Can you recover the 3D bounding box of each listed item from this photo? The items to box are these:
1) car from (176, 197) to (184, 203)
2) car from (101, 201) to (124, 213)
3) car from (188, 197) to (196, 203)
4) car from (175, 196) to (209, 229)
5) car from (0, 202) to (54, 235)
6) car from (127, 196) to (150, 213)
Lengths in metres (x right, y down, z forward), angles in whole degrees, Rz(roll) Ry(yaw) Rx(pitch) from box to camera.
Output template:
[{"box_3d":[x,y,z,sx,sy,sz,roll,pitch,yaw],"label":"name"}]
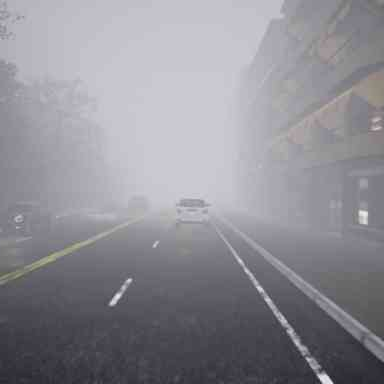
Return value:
[{"box_3d":[-3.204,2.139,89.654,2.128,1.511,4.902,0,0,0],"label":"car"},{"box_3d":[-9.728,1.818,41.018,1.895,1.301,4.718,0,0,0],"label":"car"},{"box_3d":[0.047,2.166,89.653,2.128,1.511,4.902,0,0,0],"label":"car"},{"box_3d":[0.017,1.387,23.211,2.150,2.045,5.566,0,0,0],"label":"car"},{"box_3d":[-9.812,1.403,19.277,2.097,1.767,4.553,0,-1,0],"label":"car"},{"box_3d":[-6.475,1.493,41.016,2.150,2.045,5.566,0,0,0],"label":"car"}]
